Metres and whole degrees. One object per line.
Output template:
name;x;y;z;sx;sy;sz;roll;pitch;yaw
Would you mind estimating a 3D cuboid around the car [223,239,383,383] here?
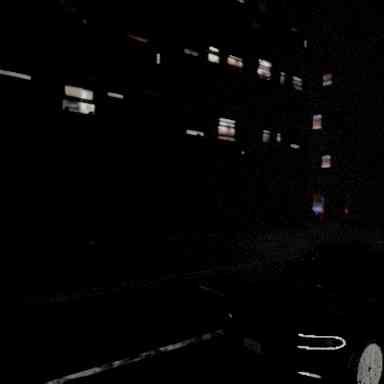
car;2.739;1.549;5.336;5.008;1.535;1.882;1;-1;-36
